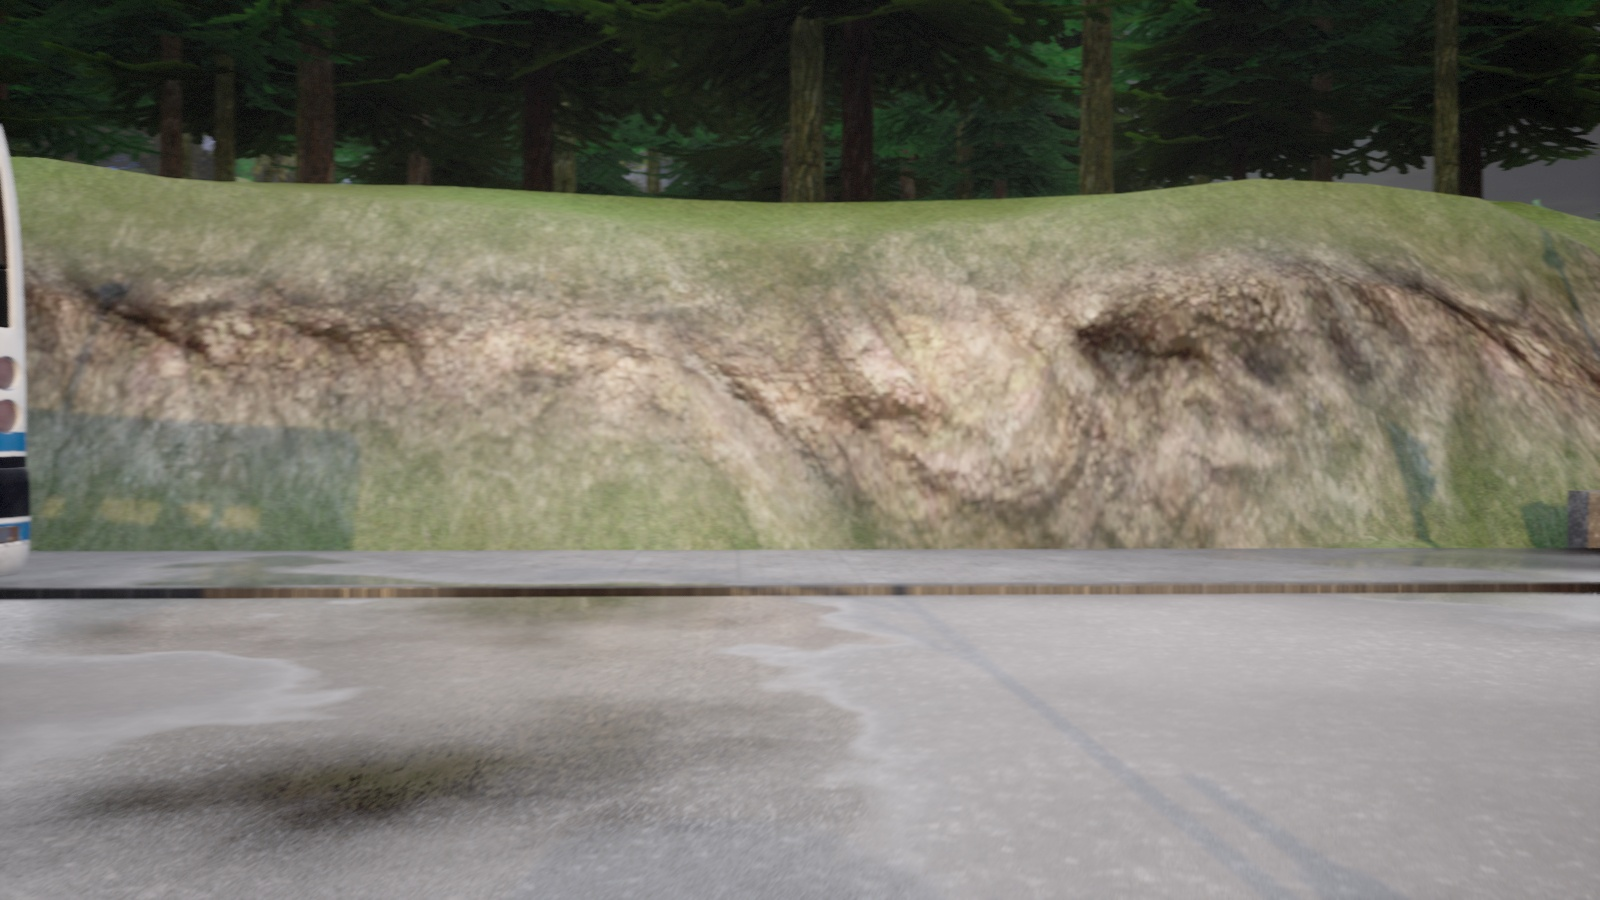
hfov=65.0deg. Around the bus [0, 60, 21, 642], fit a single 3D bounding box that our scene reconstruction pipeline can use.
[{"bbox_3d":[-11.226,-0.725,8.345,10.273,4.253,3.944,0,1,10],"label":"bus"}]
